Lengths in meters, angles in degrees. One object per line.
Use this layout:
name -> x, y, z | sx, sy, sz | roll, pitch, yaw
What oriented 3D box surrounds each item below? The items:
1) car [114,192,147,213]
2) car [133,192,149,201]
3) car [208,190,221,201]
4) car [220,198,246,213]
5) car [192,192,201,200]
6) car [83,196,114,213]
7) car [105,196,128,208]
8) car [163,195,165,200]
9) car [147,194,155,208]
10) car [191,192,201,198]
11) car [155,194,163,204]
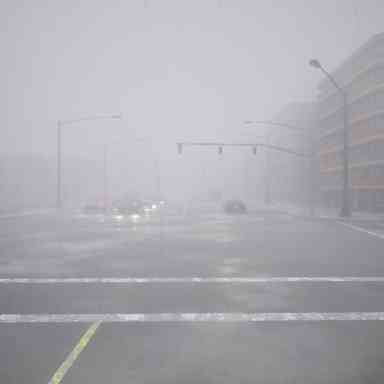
car -> -6.323, 1.226, 34.571 | 2.097, 1.767, 4.553 | 0, 1, 0
car -> -9.679, 0.896, 63.252 | 2.128, 1.511, 4.902 | 0, 1, 1
car -> 4.478, 0.593, 65.089 | 2.150, 2.045, 5.566 | 0, 1, 0
car -> 4.381, 1.431, 34.728 | 1.994, 1.385, 4.181 | 0, 1, 0
car -> 0.880, 0.959, 65.843 | 1.895, 1.301, 4.718 | 0, 1, 0
car -> -9.821, 1.225, 34.915 | 2.097, 1.767, 4.553 | 0, 1, 0
car -> -9.793, 1.314, 43.557 | 1.994, 1.385, 4.181 | 0, 1, 0
car -> -6.185, 1.012, 62.863 | 1.895, 1.301, 4.718 | 0, 1, 1
car -> -6.293, 1.277, 43.453 | 1.812, 1.442, 4.674 | 0, 1, 0
car -> 0.912, 0.649, 75.820 | 2.033, 1.411, 5.357 | 0, 1, 0
car -> -6.257, 1.080, 52.734 | 2.128, 1.511, 4.902 | 0, 1, 0
